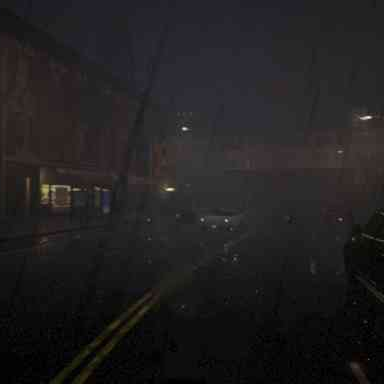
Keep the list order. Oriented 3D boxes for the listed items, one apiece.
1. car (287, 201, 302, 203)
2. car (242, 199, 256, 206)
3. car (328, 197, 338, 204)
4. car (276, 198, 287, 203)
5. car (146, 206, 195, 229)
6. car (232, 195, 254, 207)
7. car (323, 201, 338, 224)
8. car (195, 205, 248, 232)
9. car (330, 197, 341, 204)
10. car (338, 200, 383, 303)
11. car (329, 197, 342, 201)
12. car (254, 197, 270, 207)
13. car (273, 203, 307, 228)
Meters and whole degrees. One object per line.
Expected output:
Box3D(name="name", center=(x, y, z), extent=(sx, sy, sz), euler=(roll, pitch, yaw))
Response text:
Box3D(name="car", center=(12.865, 1.892, 40.182), extent=(1.895, 1.301, 4.718), euler=(0, 0, 20))
Box3D(name="car", center=(11.116, 1.978, 65.123), extent=(1.895, 1.301, 4.718), euler=(0, 0, 20))
Box3D(name="car", center=(36.485, 2.185, 86.124), extent=(2.097, 1.535, 5.008), euler=(0, 0, 20))
Box3D(name="car", center=(16.342, 1.914, 60.214), extent=(1.837, 1.490, 4.892), euler=(0, 0, 21))
Box3D(name="car", center=(-1.162, 1.636, 22.712), extent=(2.033, 1.411, 5.357), euler=(0, 0, 20))
Box3D(name="car", center=(8.625, 1.559, 58.162), extent=(2.435, 2.045, 5.566), euler=(0, 0, 20))
Box3D(name="car", center=(11.465, 1.722, 26.091), extent=(1.837, 1.490, 4.892), euler=(0, 0, 20))
Box3D(name="car", center=(2.012, 1.711, 21.203), extent=(1.895, 1.301, 4.718), euler=(0, 0, 20))
Box3D(name="car", center=(34.413, 2.014, 80.041), extent=(2.185, 1.767, 4.553), euler=(0, 0, 20))
Box3D(name="car", center=(4.555, 1.291, 6.389), extent=(2.150, 2.045, 5.566), euler=(0, 0, 14))
Box3D(name="car", center=(30.683, 2.063, 69.932), extent=(2.231, 1.521, 4.892), euler=(0, 0, 30))
Box3D(name="car", center=(13.087, 1.738, 61.484), extent=(2.097, 1.767, 4.553), euler=(0, 0, 21))
Box3D(name="car", center=(7.056, 1.733, 24.180), extent=(1.994, 1.385, 4.181), euler=(0, 0, 20))
